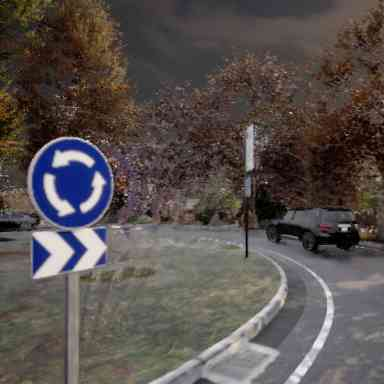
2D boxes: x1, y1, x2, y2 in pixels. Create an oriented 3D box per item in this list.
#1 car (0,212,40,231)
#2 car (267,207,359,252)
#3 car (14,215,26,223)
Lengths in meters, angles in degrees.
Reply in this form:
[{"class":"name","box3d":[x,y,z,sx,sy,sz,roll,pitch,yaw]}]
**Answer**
[{"class":"car","box3d":[-15.514,2.483,28.080,4.902,1.511,2.128,0,-2,-17]},{"class":"car","box3d":[5.980,1.806,17.173,2.150,2.045,5.566,1,-2,-15]},{"class":"car","box3d":[-37.470,5.966,72.441,2.128,1.511,4.902,0,-6,-25]}]
